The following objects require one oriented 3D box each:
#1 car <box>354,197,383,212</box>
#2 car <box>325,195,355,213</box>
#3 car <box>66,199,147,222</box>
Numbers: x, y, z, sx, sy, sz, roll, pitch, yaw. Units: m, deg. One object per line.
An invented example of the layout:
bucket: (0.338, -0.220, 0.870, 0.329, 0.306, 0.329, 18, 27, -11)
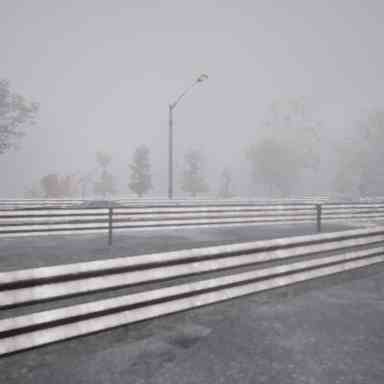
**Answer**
car: (17.365, 1.326, 30.317, 4.181, 1.385, 1.994, 0, 0, -23)
car: (15.647, 1.115, 33.399, 4.553, 1.767, 2.097, 0, 0, -23)
car: (-5.171, 1.205, 20.369, 4.892, 1.490, 1.837, 0, 0, -25)
